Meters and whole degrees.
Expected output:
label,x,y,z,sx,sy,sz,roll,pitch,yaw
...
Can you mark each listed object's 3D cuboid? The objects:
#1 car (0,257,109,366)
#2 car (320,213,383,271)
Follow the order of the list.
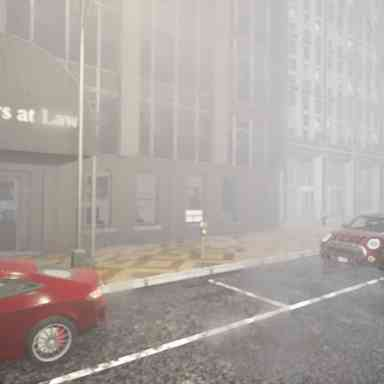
label,x,y,z,sx,sy,sz,roll,pitch,yaw
car,-3.201,1.582,4.264,4.206,1.307,1.802,0,1,-35
car,6.014,1.442,10.830,4.097,1.590,1.967,0,1,-35
